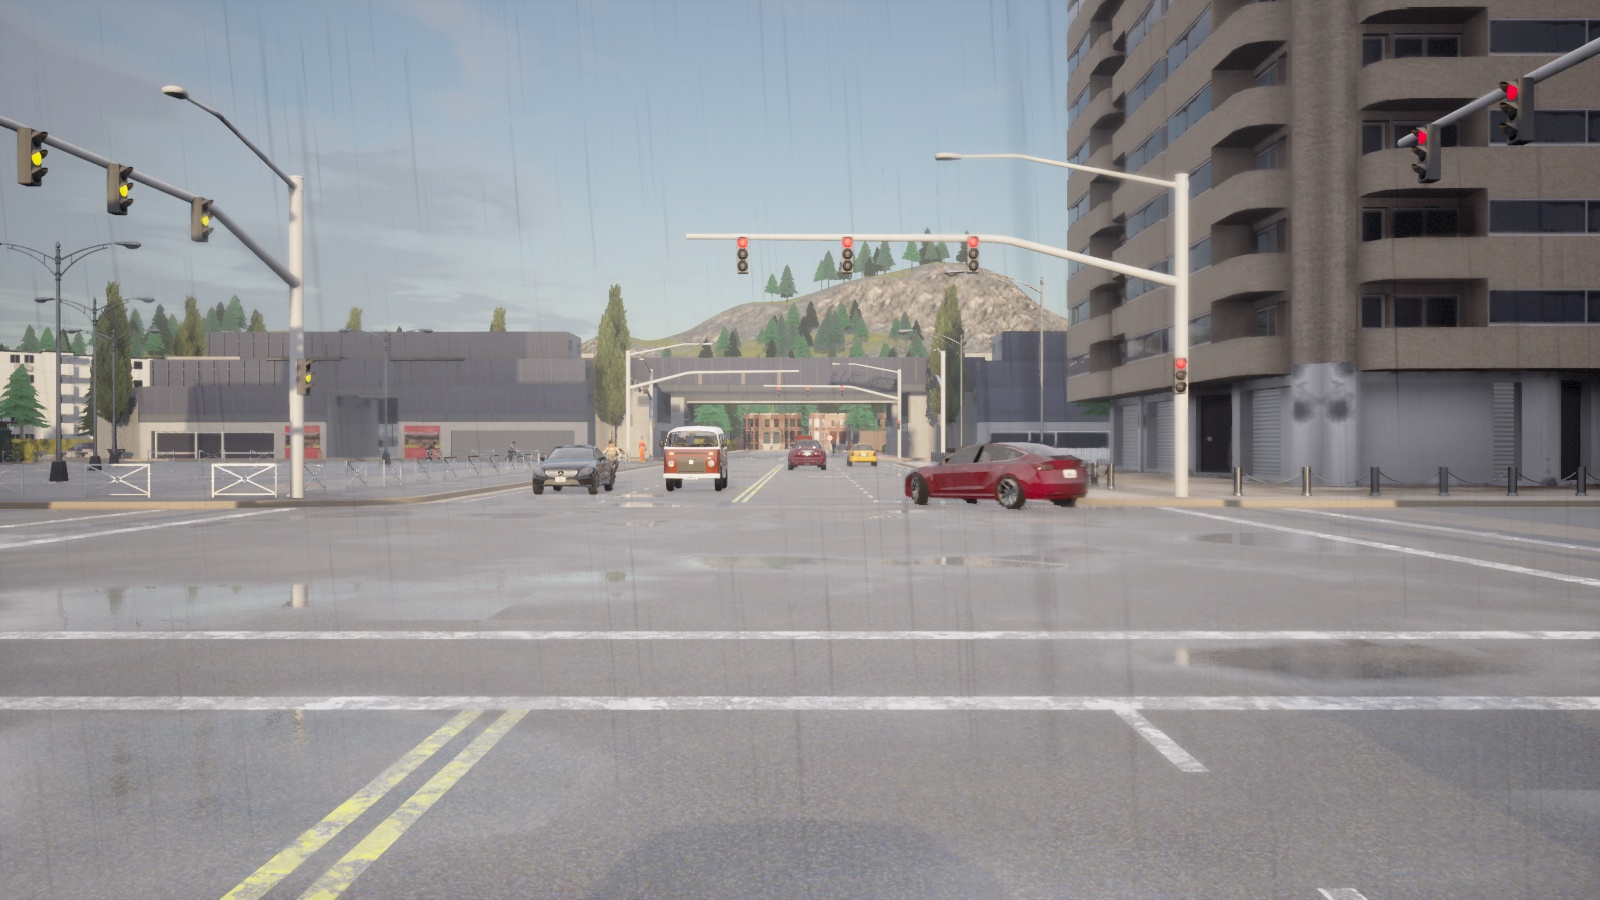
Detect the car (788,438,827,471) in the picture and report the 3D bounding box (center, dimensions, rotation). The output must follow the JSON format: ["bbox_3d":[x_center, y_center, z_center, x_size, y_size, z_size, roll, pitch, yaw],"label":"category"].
[{"bbox_3d":[0.404,0.211,69.817,2.097,1.767,4.553,0,0,0],"label":"car"}]

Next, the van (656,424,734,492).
[{"bbox_3d":[-3.262,0.242,39.909,2.069,2.038,4.480,0,0,0],"label":"van"}]

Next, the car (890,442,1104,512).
[{"bbox_3d":[4.465,0.569,29.189,2.163,1.488,4.792,0,0,-36],"label":"car"}]

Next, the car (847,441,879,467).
[{"bbox_3d":[3.962,0.236,80.183,1.801,1.575,5.366,0,0,0],"label":"car"}]

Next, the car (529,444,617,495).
[{"bbox_3d":[-6.774,0.553,37.914,1.812,1.442,4.674,0,0,0],"label":"car"}]
